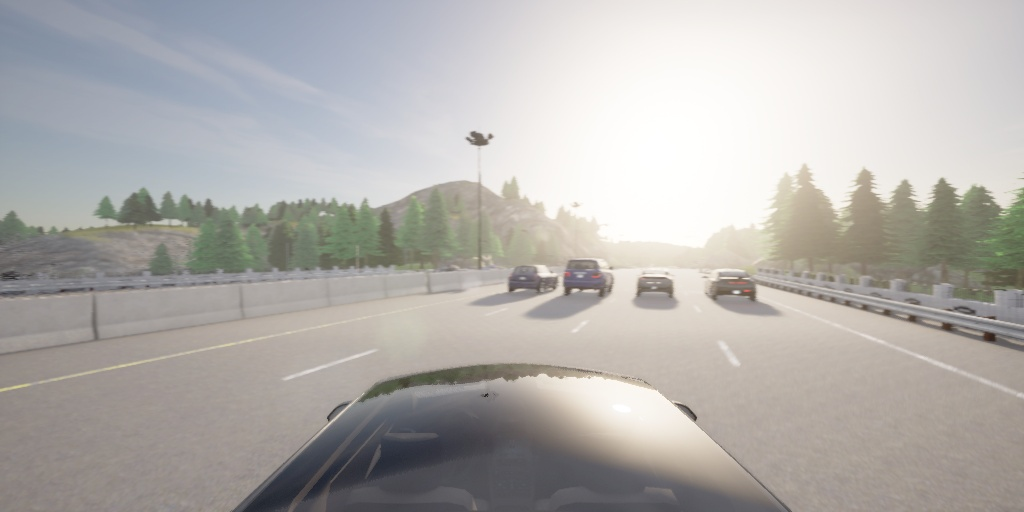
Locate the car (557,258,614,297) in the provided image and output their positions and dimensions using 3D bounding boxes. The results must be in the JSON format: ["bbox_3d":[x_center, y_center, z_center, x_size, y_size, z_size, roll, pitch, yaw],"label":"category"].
[{"bbox_3d":[4.531,1.171,20.852,2.150,2.045,5.566,0,-1,23],"label":"car"}]

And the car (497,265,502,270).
[{"bbox_3d":[0.384,2.017,47.419,2.033,1.411,5.357,0,-1,23],"label":"car"}]

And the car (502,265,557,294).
[{"bbox_3d":[1.426,1.321,22.500,2.097,1.767,4.553,0,-1,23],"label":"car"}]

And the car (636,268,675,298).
[{"bbox_3d":[8.080,1.441,20.261,2.128,1.511,4.902,0,-1,23],"label":"car"}]

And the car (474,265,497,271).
[{"bbox_3d":[-2.843,1.947,48.774,1.882,1.535,5.008,0,-1,23],"label":"car"}]

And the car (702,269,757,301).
[{"bbox_3d":[11.170,1.434,18.582,1.837,1.490,4.892,0,-1,23],"label":"car"}]

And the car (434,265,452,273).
[{"bbox_3d":[-9.299,1.977,51.480,2.128,1.511,4.902,0,-1,23],"label":"car"}]

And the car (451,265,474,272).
[{"bbox_3d":[-6.083,2.107,50.097,1.895,1.301,4.718,0,-1,23],"label":"car"}]
